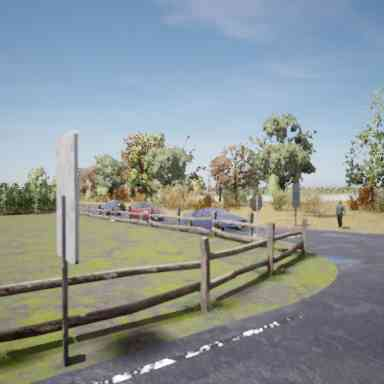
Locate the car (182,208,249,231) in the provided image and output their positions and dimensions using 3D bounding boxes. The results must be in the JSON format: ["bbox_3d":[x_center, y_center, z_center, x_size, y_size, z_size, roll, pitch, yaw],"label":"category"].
[{"bbox_3d":[1.395,1.781,22.254,2.033,1.411,5.357,-1,0,-35],"label":"car"}]

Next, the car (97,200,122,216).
[{"bbox_3d":[-9.910,2.059,39.532,2.033,1.411,5.357,-1,0,-29],"label":"car"}]

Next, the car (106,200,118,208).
[{"bbox_3d":[-15.141,2.285,62.939,1.812,1.442,4.674,-1,0,-18],"label":"car"}]

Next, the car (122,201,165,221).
[{"bbox_3d":[-4.345,1.725,30.664,2.097,1.767,4.553,-1,0,-33],"label":"car"}]

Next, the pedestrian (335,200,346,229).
[{"bbox_3d":[9.411,1.408,21.195,0.375,1.860,0.375,-2,1,-35],"label":"pedestrian"}]
